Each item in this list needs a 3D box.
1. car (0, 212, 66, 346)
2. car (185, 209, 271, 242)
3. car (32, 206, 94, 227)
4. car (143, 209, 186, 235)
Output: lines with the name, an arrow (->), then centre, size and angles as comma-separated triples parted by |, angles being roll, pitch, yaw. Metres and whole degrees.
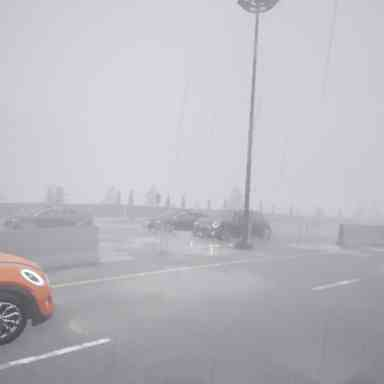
car -> -4.508, 1.351, 4.832 | 4.553, 1.767, 2.097 | 0, 0, -36
car -> 2.280, 1.738, 18.514 | 4.553, 1.767, 2.097 | 4, -2, -35
car -> -8.298, 1.555, 19.569 | 4.902, 1.511, 2.128 | 2, -1, -35
car -> -0.654, 1.818, 20.721 | 4.902, 1.511, 2.128 | 4, -2, -35
